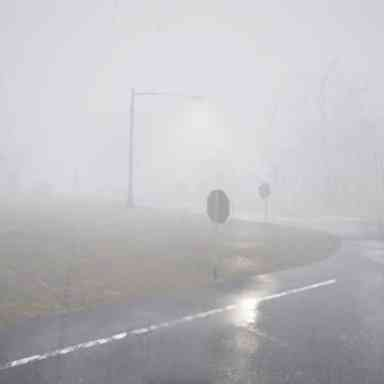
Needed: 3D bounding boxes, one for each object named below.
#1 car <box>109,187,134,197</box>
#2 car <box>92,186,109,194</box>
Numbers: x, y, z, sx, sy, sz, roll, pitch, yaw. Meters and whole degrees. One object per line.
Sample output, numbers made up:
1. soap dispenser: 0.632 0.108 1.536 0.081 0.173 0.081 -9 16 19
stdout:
1. car: -10.848 -0.068 52.415 1.882 1.535 5.008 1 1 -36
2. car: -16.675 -0.390 60.546 1.882 1.535 5.008 1 1 -36
